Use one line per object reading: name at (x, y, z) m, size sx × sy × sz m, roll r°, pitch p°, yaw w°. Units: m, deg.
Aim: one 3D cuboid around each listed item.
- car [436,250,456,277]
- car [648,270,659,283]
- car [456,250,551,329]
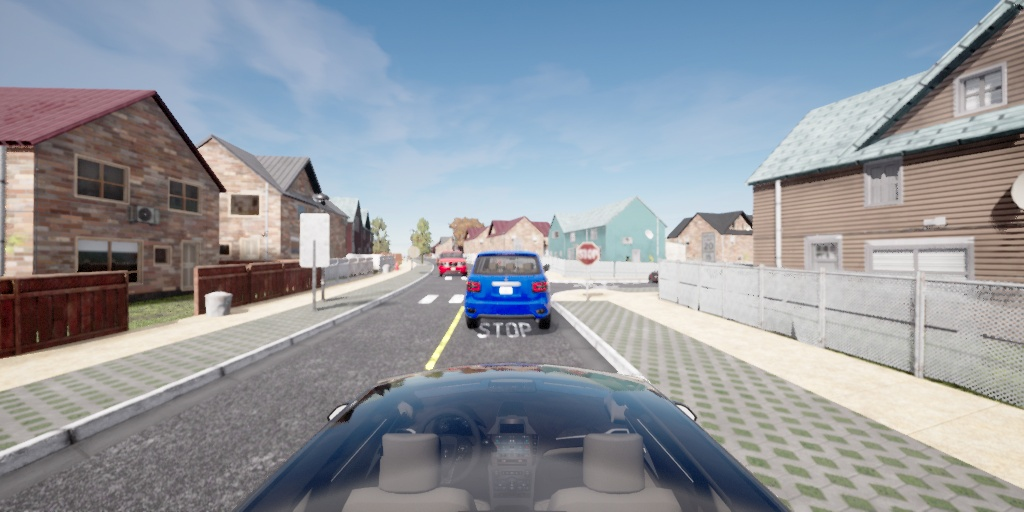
car at (-4.912, 0.562, 29.301) m, size 2.150 × 2.045 × 5.566 m, roll 0°, pitch 1°, yaw -12°
car at (11.917, 1.288, 25.748) m, size 4.181 × 1.385 × 1.994 m, roll 1°, pitch -1°, yaw -20°
car at (-0.018, 0.838, 10.840) m, size 2.150 × 2.045 × 5.566 m, roll 0°, pitch 1°, yaw 3°
